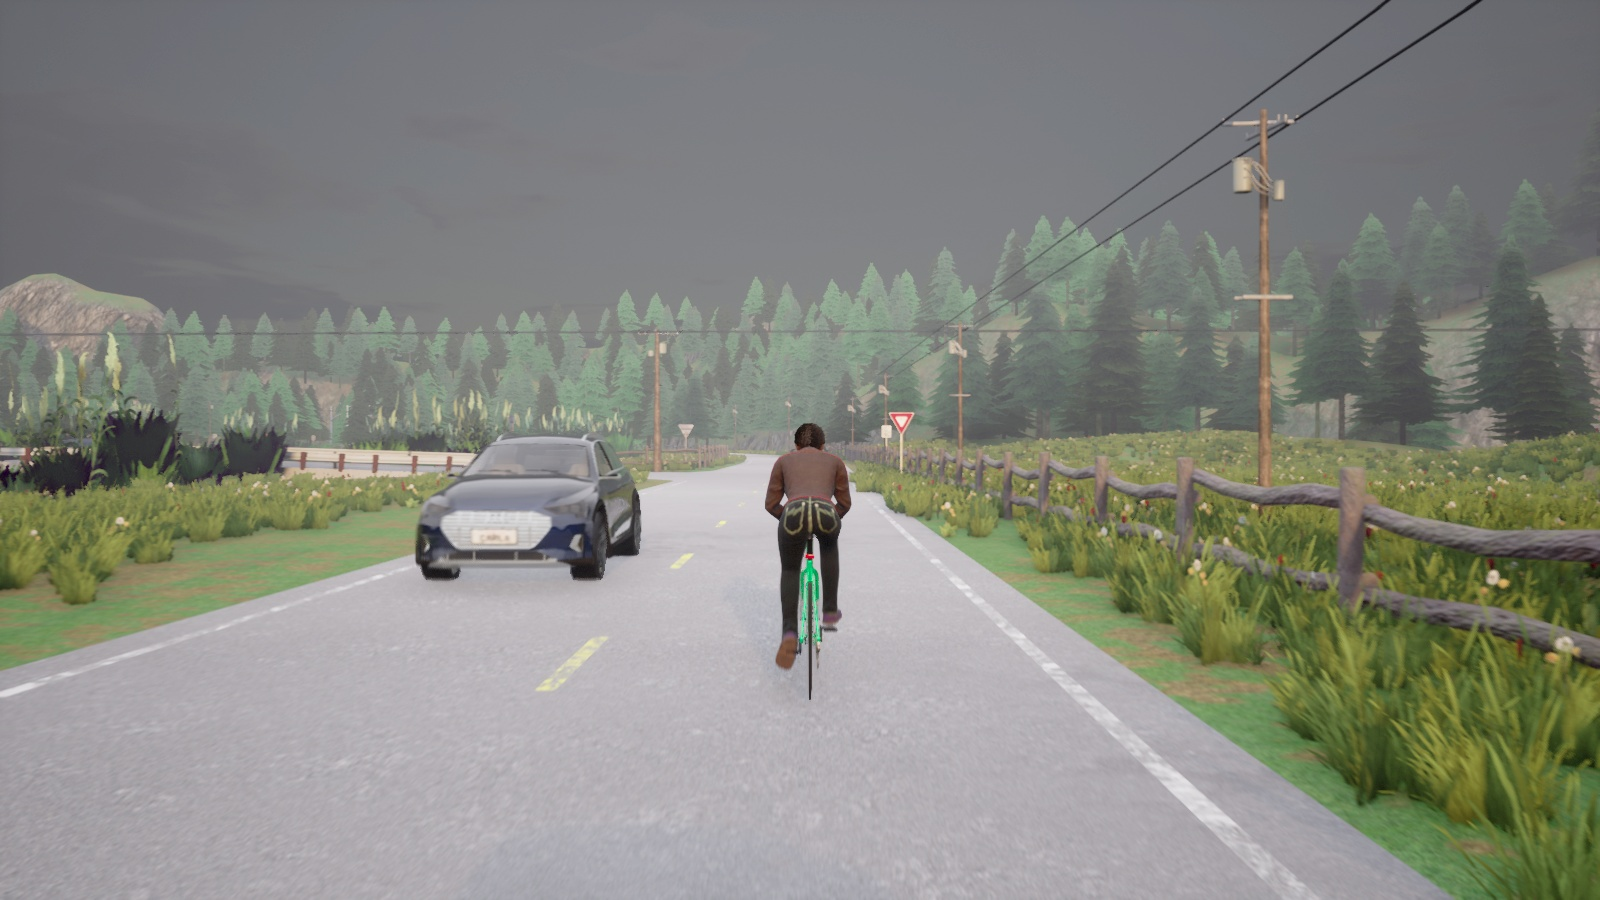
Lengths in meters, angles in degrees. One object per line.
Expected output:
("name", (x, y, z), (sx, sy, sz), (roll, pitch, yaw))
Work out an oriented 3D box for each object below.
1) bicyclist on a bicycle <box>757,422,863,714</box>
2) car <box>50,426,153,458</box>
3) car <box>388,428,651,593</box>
("bicyclist on a bicycle", (0.060, 0.655, 7.797), (0.582, 1.620, 1.656), (0, 0, 0))
("car", (-32.977, -0.369, 59.375), (3.806, 1.475, 1.970), (0, 0, 2))
("car", (-3.100, 0.589, 15.010), (2.033, 1.649, 4.856), (0, 0, 0))
